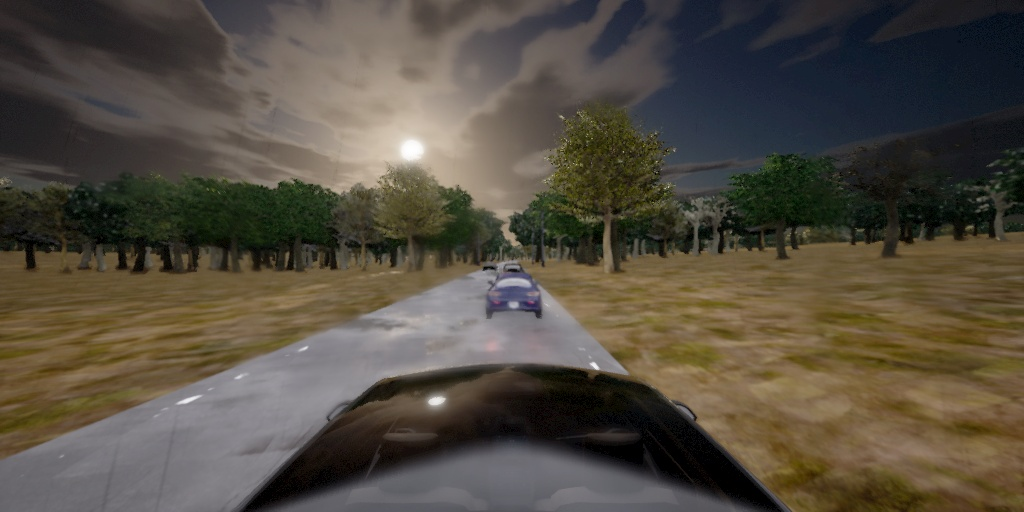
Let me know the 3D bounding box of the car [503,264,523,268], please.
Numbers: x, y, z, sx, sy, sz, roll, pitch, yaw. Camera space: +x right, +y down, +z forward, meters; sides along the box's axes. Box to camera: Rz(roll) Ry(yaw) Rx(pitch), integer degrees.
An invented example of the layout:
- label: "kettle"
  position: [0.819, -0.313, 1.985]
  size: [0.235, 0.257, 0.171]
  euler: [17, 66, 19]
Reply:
- label: "car"
  position: [0.073, 1.332, 27.745]
  size: [1.837, 1.490, 4.892]
  euler: [0, 0, 0]

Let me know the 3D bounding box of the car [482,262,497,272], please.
- label: "car"
  position: [-3.068, 1.501, 49.865]
  size: [1.895, 1.301, 4.718]
  euler: [0, 0, 0]

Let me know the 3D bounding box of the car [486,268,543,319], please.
- label: "car"
  position: [0.075, 1.305, 12.889]
  size: [1.812, 1.442, 4.674]
  euler: [0, -1, 0]
